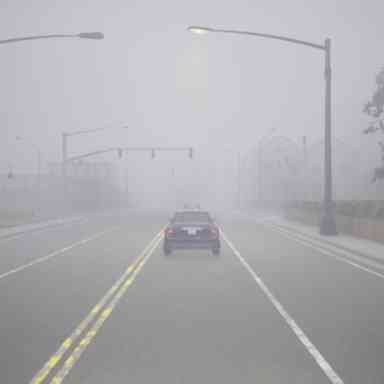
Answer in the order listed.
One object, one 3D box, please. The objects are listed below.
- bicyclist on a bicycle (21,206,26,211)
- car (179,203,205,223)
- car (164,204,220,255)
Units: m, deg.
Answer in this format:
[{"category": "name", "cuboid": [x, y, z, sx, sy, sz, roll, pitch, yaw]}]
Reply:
[{"category": "bicyclist on a bicycle", "cuboid": [-25.660, 2.939, 50.770, 0.582, 1.620, 1.656, -8, 0, 0]}, {"category": "car", "cuboid": [0.001, 1.768, 29.294, 2.128, 1.511, 4.902, 0, 0, 0]}, {"category": "car", "cuboid": [0.001, 1.483, 14.078, 2.097, 1.767, 4.553, 0, -1, 0]}]
